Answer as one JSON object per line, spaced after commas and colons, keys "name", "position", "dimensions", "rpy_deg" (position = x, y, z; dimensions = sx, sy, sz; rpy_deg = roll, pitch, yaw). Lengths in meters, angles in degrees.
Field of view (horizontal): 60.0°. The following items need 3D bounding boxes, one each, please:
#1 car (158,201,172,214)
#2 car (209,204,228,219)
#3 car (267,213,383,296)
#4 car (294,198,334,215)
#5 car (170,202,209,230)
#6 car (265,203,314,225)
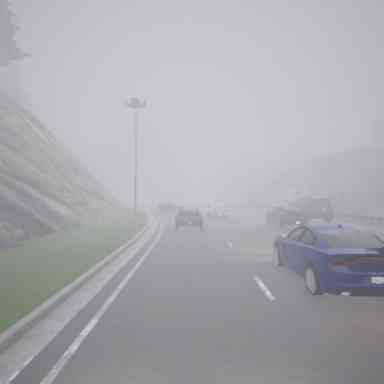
{"name": "car", "position": [-3.251, 1.912, 42.751], "dimensions": [1.882, 1.535, 5.008], "rpy_deg": [0, 0, -13]}
{"name": "car", "position": [2.247, 1.855, 32.436], "dimensions": [1.812, 1.442, 4.674], "rpy_deg": [0, 0, -8]}
{"name": "car", "position": [3.597, 1.569, 8.904], "dimensions": [1.882, 1.535, 5.008], "rpy_deg": [0, 0, 0]}
{"name": "car", "position": [9.849, 1.511, 28.258], "dimensions": [2.150, 2.045, 5.566], "rpy_deg": [0, 0, -6]}
{"name": "car", "position": [-0.298, 1.728, 23.091], "dimensions": [2.128, 1.511, 4.902], "rpy_deg": [0, 0, -4]}
{"name": "car", "position": [6.680, 1.750, 23.983], "dimensions": [1.837, 1.490, 4.892], "rpy_deg": [1, 0, -4]}
